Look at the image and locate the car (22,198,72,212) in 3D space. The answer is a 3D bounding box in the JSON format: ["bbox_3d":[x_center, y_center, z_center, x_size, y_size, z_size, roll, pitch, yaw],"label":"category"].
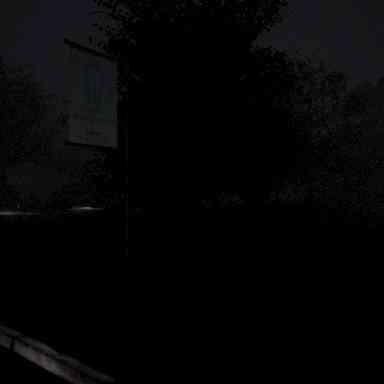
[{"bbox_3d":[-16.512,1.470,38.652,1.882,1.535,5.008,0,0,39],"label":"car"}]

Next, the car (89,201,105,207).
[{"bbox_3d":[-12.522,1.508,49.343,2.033,1.411,5.357,0,0,38],"label":"car"}]

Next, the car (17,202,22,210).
[{"bbox_3d":[-18.976,1.484,41.176,2.128,1.511,4.902,0,0,39],"label":"car"}]

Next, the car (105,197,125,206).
[{"bbox_3d":[-9.227,1.180,47.893,2.150,2.045,5.566,0,0,38],"label":"car"}]
